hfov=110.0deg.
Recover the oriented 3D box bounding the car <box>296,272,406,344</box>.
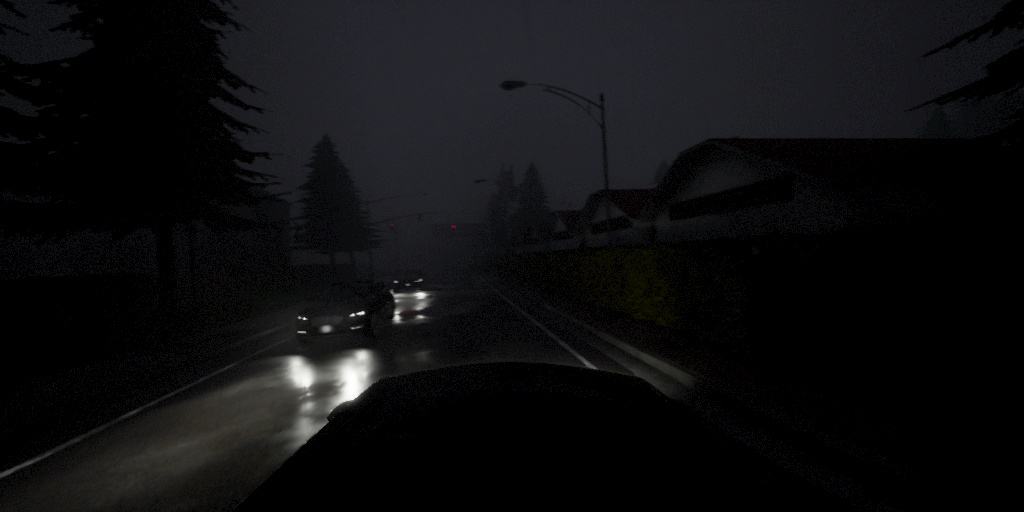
[{"bbox_3d":[-4.809,1.491,10.950,2.128,1.511,4.902,-3,0,-9],"label":"car"}]

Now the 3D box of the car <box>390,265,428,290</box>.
[{"bbox_3d":[-7.021,1.605,25.204,1.837,1.490,4.892,-3,0,-9],"label":"car"}]
